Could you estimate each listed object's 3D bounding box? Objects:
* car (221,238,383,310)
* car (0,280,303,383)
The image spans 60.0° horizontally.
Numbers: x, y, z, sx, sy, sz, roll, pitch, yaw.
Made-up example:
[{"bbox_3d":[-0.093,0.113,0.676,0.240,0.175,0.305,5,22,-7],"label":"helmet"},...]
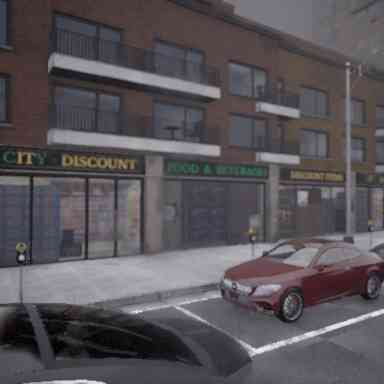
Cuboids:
[{"bbox_3d":[2.568,1.718,7.349,4.206,1.307,1.802,1,-1,-32],"label":"car"},{"bbox_3d":[-1.761,1.532,1.602,4.892,1.490,1.837,1,-1,-32],"label":"car"}]
